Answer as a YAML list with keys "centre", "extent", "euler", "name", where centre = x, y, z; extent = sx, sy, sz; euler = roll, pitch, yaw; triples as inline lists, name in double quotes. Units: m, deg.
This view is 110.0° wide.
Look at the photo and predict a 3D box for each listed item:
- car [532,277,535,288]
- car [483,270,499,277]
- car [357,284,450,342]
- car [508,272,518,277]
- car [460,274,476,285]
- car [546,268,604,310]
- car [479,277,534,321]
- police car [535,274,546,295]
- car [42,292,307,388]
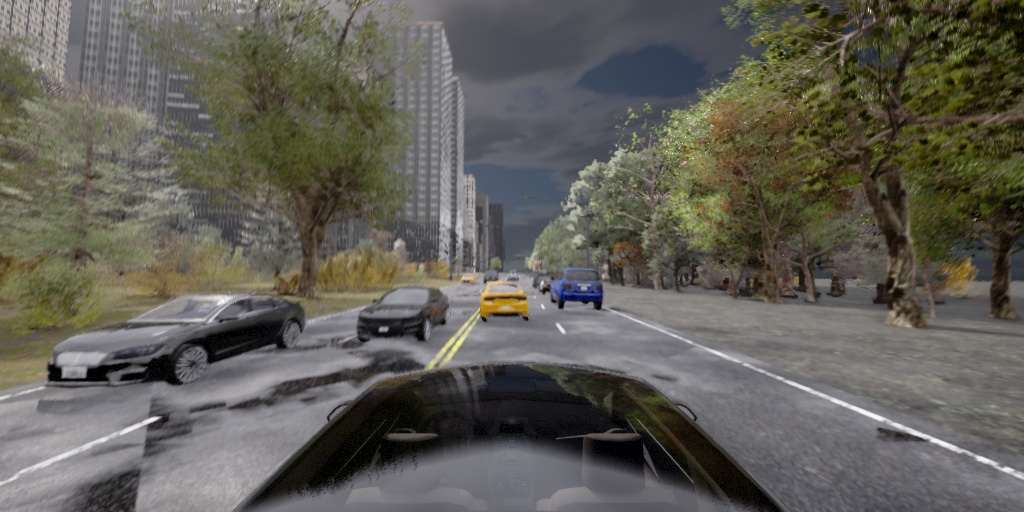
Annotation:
- centre: [3.389, 2.845, 41.281]
  extent: [2.033, 1.649, 4.856]
  euler: [-1, -3, 0]
  name: "car"
- centre: [-3.115, 3.209, 54.621]
  extent: [2.150, 2.045, 5.566]
  euler: [0, -2, 1]
  name: "car"
- centre: [-3.297, 1.718, 11.747]
  extent: [1.882, 1.535, 5.008]
  euler: [0, -2, 0]
  name: "car"
- centre: [0.243, 3.836, 60.927]
  extent: [1.895, 1.301, 4.718]
  euler: [0, -2, 1]
  name: "car"
- centre: [-6.370, 3.407, 52.777]
  extent: [1.882, 1.535, 5.008]
  euler: [0, -2, 1]
  name: "car"
- centre: [3.351, 1.698, 19.322]
  extent: [2.150, 2.045, 5.566]
  euler: [1, -2, 0]
  name: "car"
- centre: [-0.406, 1.873, 15.788]
  extent: [1.882, 1.535, 5.008]
  euler: [-1, -2, -5]
  name: "car"
- centre: [3.379, 2.427, 30.279]
  extent: [2.038, 1.542, 4.974]
  euler: [1, -2, 0]
  name: "police car"
- centre: [-6.559, 1.583, 7.843]
  extent: [2.128, 1.511, 4.902]
  euler: [0, -2, 0]
  name: "car"
